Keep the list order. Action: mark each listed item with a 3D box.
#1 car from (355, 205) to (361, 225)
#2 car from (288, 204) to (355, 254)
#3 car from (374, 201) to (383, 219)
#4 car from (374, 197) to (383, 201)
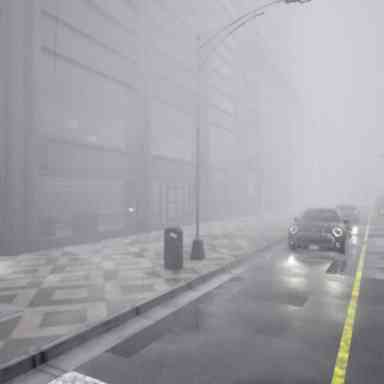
[{"bbox_3d":[12.481,1.760,26.854,1.837,1.490,4.892,0,0,29],"label":"car"},{"bbox_3d":[5.581,1.484,14.290,2.097,1.767,4.553,0,0,29],"label":"car"},{"bbox_3d":[19.190,1.873,32.561,2.033,1.411,5.357,0,-1,29],"label":"car"},{"bbox_3d":[24.187,1.638,41.765,2.150,2.045,5.566,0,-1,29],"label":"car"}]
